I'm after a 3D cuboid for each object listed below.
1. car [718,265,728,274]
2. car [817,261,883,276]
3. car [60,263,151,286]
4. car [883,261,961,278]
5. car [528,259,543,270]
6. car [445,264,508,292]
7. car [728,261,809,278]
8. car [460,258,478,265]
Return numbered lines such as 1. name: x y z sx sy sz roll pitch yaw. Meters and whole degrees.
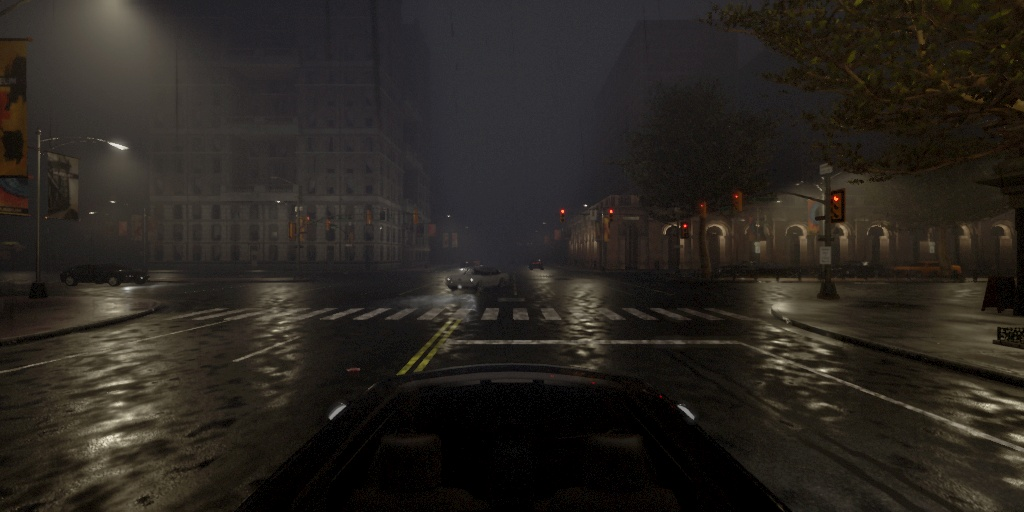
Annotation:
1. car: 23.286 1.241 35.926 4.902 1.511 2.128 0 0 0
2. car: 34.192 1.241 35.879 4.902 1.511 2.128 0 0 0
3. car: -27.649 1.255 24.442 4.892 1.490 1.837 0 0 0
4. car: 37.215 1.228 32.365 5.008 1.535 1.882 -1 0 0
5. car: 3.508 1.241 52.647 2.128 1.511 4.902 0 0 -1
6. car: -1.980 1.351 21.354 1.895 1.301 4.718 0 0 23
7. car: 23.087 1.297 32.426 5.357 1.411 2.033 0 0 0
8. car: -7.152 1.314 58.088 1.994 1.385 4.181 0 0 0
